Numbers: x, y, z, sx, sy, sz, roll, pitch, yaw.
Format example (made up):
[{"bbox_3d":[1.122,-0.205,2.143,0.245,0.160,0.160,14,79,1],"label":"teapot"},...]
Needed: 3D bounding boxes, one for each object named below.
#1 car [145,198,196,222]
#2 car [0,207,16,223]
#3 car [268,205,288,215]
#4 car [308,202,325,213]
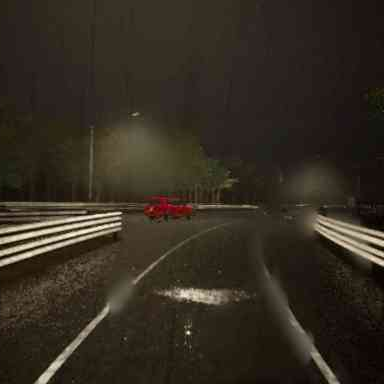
[{"bbox_3d":[-1.901,1.624,30.526,2.150,2.045,5.566,0,-2,36],"label":"car"},{"bbox_3d":[-11.937,1.078,16.624,2.150,2.045,5.566,0,-1,36],"label":"car"},{"bbox_3d":[13.267,2.798,51.553,1.812,1.442,4.674,0,-2,36],"label":"car"},{"bbox_3d":[25.955,3.222,69.129,2.150,2.045,5.566,0,-2,36],"label":"car"}]
